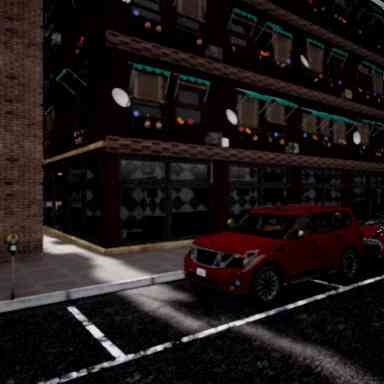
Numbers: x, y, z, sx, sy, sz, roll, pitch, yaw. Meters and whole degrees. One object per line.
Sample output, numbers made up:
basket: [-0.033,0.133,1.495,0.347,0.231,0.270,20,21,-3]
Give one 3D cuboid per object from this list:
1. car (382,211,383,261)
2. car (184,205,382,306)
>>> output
car: [6.822,1.377,11.430,4.097,1.590,1.967,0,0,-36]
car: [2.235,1.282,8.154,5.009,1.841,2.192,0,0,-36]
